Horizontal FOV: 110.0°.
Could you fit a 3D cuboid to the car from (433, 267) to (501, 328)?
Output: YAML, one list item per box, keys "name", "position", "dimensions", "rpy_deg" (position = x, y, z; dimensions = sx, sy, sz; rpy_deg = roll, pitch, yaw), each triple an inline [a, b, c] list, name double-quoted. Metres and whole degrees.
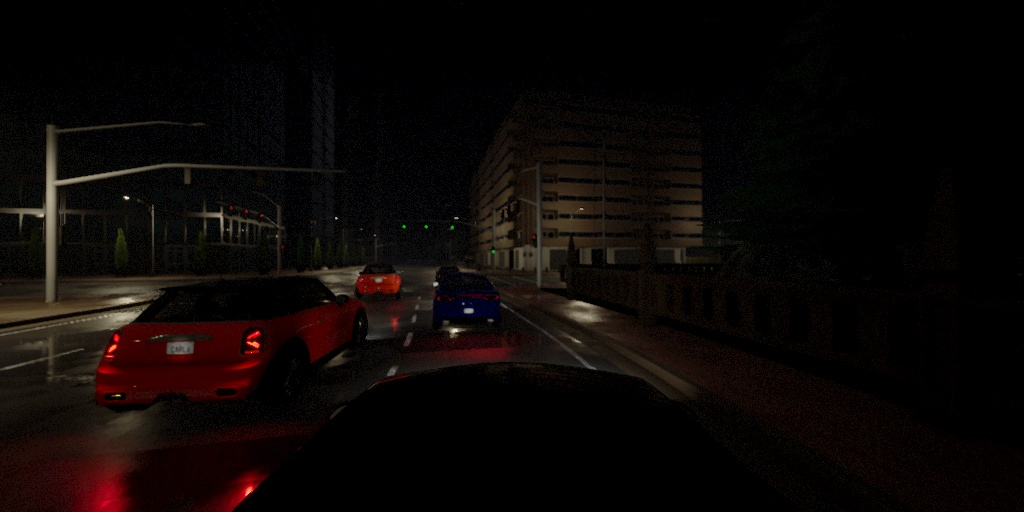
- name: "car"
  position: [-1.549, 1.282, 11.738]
  dimensions: [1.882, 1.535, 5.008]
  rpy_deg: [0, 0, -10]

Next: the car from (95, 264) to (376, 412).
- name: "car"
  position: [-4.216, 1.139, 6.429]
  dimensions: [2.097, 1.767, 4.553]
  rpy_deg: [0, 0, -6]

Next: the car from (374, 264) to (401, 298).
- name: "car"
  position: [-7.110, 1.214, 19.272]
  dimensions: [2.097, 1.767, 4.553]
  rpy_deg: [0, 0, -19]
